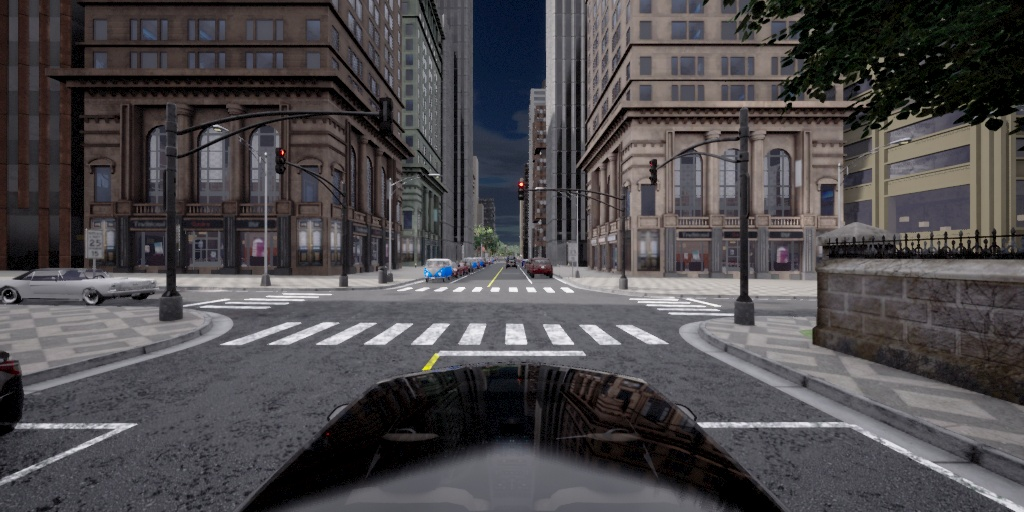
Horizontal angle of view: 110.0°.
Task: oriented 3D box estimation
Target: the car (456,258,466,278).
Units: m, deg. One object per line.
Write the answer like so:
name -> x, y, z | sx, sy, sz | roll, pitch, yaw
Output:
car -> -5.826, 1.210, 33.875 | 1.967, 1.591, 4.097 | 0, 0, 0

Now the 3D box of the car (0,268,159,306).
car -> -16.565, 1.120, 13.679 | 4.718, 1.301, 1.895 | 1, 0, 0

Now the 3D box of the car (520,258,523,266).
car -> 2.656, 1.353, 55.663 | 2.007, 1.370, 4.403 | 0, 0, 0

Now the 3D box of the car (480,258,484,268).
car -> -5.870, 1.347, 55.640 | 1.888, 1.381, 4.507 | 0, 0, 0

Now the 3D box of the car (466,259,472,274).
car -> -5.837, 1.323, 39.316 | 1.888, 1.381, 4.507 | 0, 0, 0

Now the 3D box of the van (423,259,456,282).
van -> -5.816, 1.105, 28.434 | 1.690, 1.789, 3.998 | 0, 0, 0

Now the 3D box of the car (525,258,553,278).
car -> 2.699, 1.085, 33.901 | 2.192, 1.841, 5.009 | 0, 0, 0

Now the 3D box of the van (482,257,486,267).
van -> -5.881, 1.151, 61.081 | 1.690, 1.789, 3.998 | 0, 0, 0

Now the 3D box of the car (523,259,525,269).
car -> 2.688, 1.092, 39.341 | 2.192, 1.841, 5.009 | 0, 0, 0

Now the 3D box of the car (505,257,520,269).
car -> -0.063, 1.313, 59.091 | 1.837, 1.490, 4.892 | 0, 0, 1

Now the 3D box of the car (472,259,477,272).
car -> -5.848, 1.351, 44.757 | 1.948, 1.339, 4.313 | 0, 0, 0

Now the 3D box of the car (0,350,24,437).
car -> -5.763, 1.316, 1.777 | 1.948, 1.339, 4.313 | 0, 0, 0

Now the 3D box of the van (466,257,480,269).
van -> -5.859, 1.135, 50.198 | 1.690, 1.789, 3.998 | 0, 0, 0
